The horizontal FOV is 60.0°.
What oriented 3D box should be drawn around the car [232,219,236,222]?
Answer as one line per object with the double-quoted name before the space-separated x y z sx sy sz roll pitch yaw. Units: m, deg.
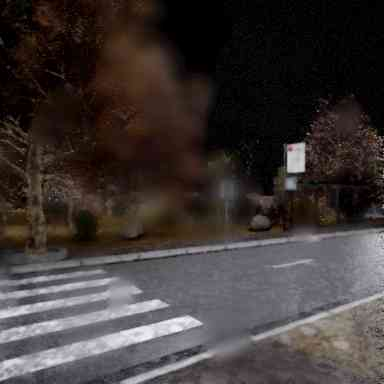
"car" 12.456 7.321 91.671 2.150 2.045 5.566 0 -6 -3
